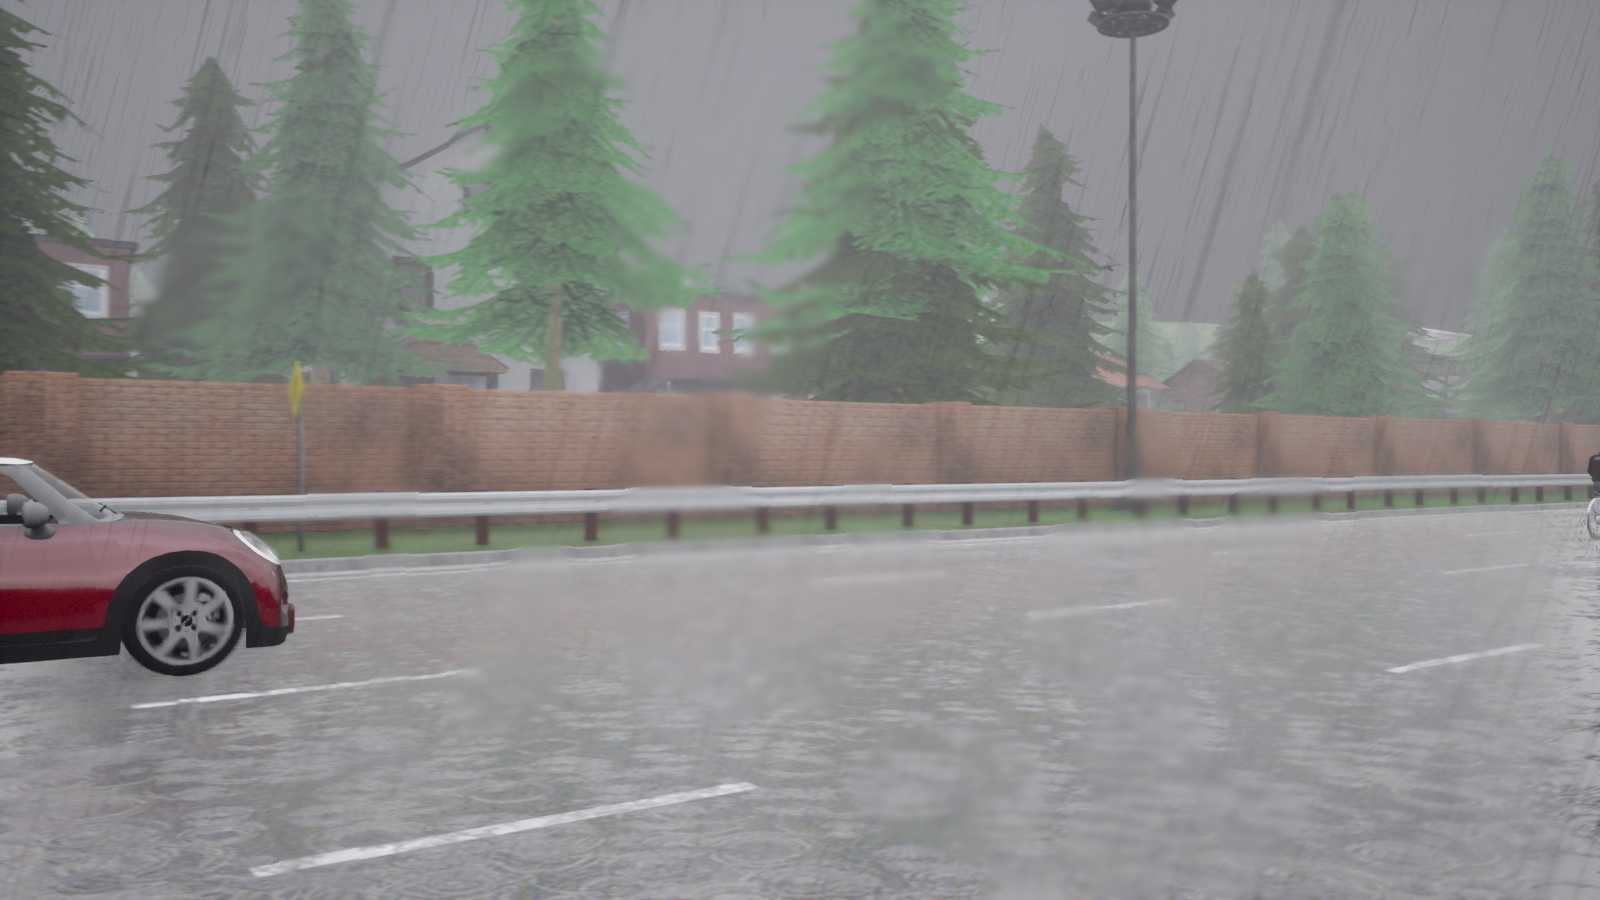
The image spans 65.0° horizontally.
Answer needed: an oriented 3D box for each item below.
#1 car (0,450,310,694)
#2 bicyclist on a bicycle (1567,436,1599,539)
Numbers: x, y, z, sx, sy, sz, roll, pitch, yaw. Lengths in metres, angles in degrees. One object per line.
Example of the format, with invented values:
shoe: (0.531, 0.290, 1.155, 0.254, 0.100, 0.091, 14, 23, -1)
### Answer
car: (-5.497, 0.742, 8.362, 3.806, 1.475, 1.970, 0, 0, -35)
bicyclist on a bicycle: (14.342, 0.640, 22.170, 1.843, 1.776, 0.659, 0, 0, -35)
